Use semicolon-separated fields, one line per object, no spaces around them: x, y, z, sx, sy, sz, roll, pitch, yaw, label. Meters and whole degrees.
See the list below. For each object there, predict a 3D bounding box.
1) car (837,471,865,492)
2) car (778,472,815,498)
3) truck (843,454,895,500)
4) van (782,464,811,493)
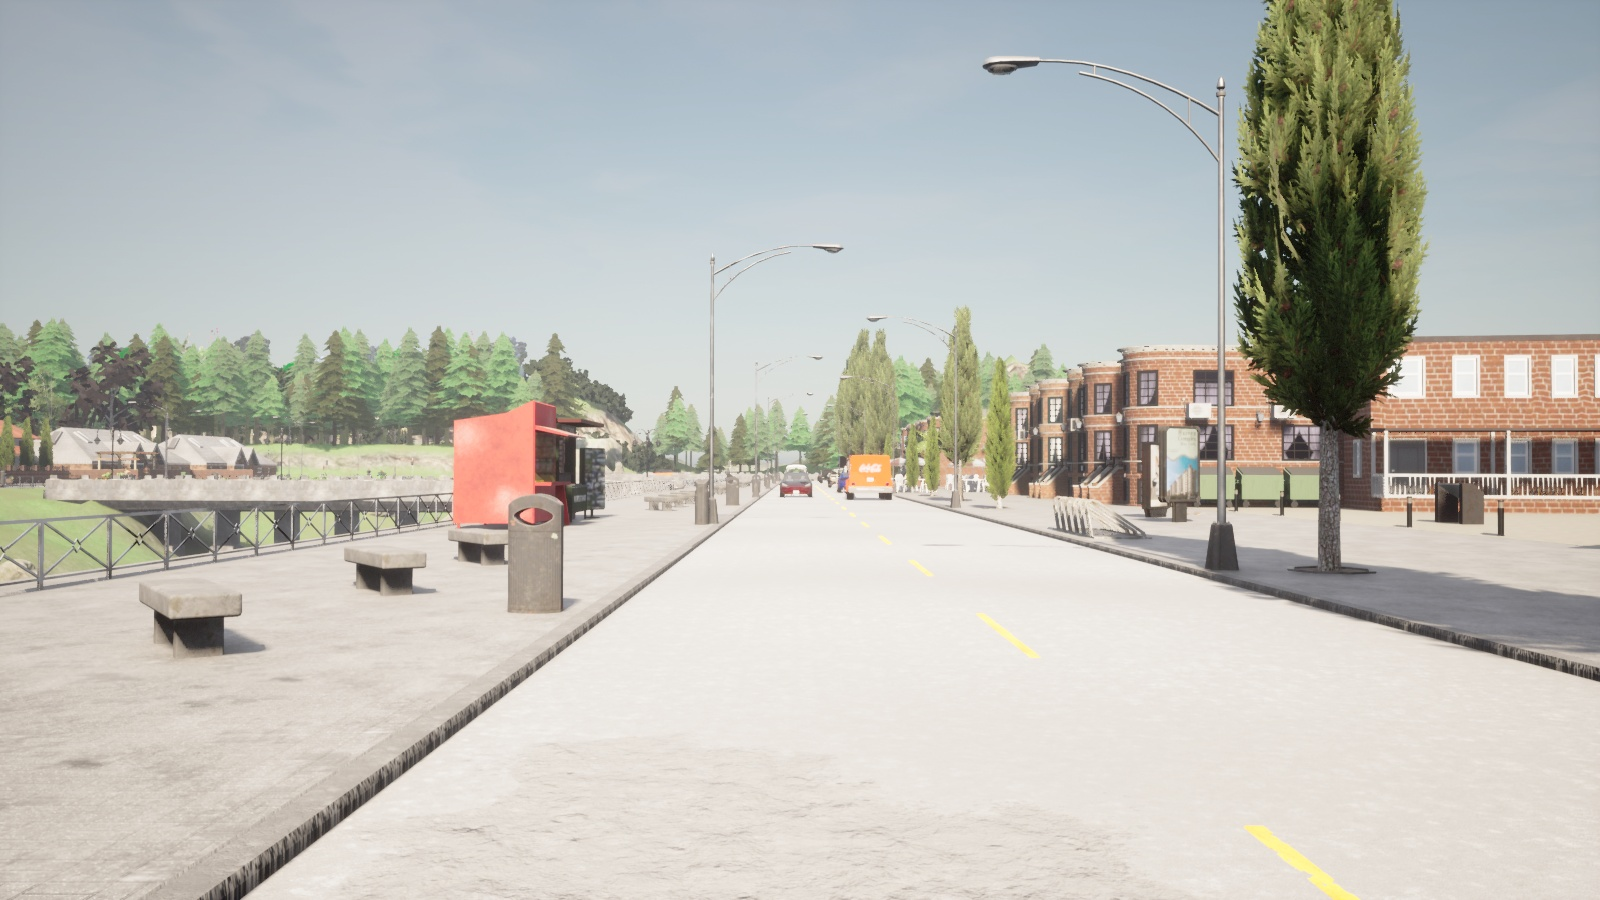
3.741;2.343;93.474;1.882;1.535;5.008;0;-1;0;car
-0.208;2.073;75.091;2.163;1.488;4.792;0;-1;0;car
3.802;1.491;70.344;2.627;2.467;5.204;0;-1;0;truck
-0.258;2.097;93.025;2.069;2.038;4.480;0;-1;0;van
